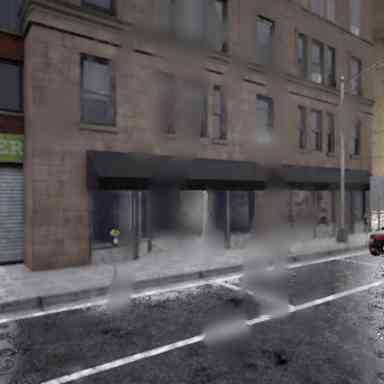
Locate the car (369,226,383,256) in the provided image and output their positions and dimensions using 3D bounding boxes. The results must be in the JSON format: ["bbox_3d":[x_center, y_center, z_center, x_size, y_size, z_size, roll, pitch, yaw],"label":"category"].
[{"bbox_3d":[8.414,1.683,12.557,4.507,1.381,1.887,1,-1,-36],"label":"car"}]
